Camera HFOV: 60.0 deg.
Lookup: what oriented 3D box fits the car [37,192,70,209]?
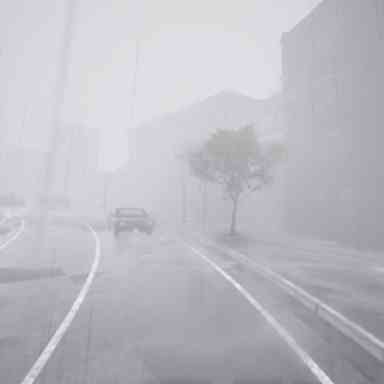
[{"bbox_3d":[-14.738,0.794,35.455,2.097,1.767,4.553,3,-1,-43],"label":"car"}]

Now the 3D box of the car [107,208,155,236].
[{"bbox_3d":[-3.378,1.464,17.573,1.895,1.301,4.718,1,0,-20],"label":"car"}]

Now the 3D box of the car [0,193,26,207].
[{"bbox_3d":[-19.058,0.824,34.683,4.718,1.301,1.895,3,0,43],"label":"car"}]
